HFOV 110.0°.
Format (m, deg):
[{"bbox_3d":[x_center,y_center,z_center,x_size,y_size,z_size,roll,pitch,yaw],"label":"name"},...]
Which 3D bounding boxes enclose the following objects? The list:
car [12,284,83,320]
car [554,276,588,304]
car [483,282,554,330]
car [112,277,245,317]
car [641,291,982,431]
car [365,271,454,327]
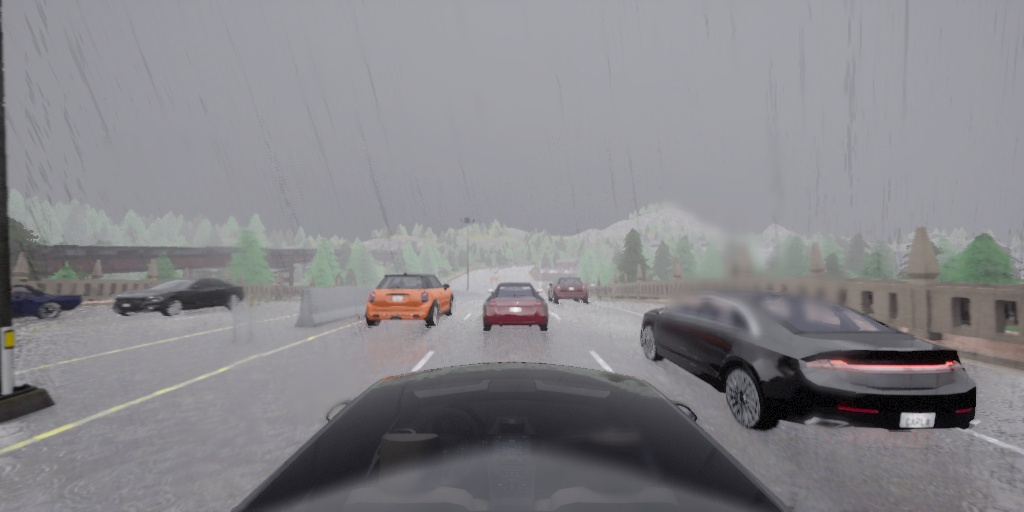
[{"bbox_3d":[-17.594,1.596,11.625,1.895,1.301,4.718,0,-3,0],"label":"car"},{"bbox_3d":[3.604,2.215,23.864,2.097,1.767,4.553,0,-6,0],"label":"car"},{"bbox_3d":[0.102,1.581,12.111,1.994,1.385,4.181,0,-3,0],"label":"car"},{"bbox_3d":[-14.094,1.688,15.609,1.882,1.535,5.008,0,-4,0],"label":"car"},{"bbox_3d":[3.601,1.290,5.613,2.128,1.511,4.902,0,-1,0],"label":"car"},{"bbox_3d":[-3.398,1.402,12.792,2.097,1.767,4.553,0,-3,0],"label":"car"}]
